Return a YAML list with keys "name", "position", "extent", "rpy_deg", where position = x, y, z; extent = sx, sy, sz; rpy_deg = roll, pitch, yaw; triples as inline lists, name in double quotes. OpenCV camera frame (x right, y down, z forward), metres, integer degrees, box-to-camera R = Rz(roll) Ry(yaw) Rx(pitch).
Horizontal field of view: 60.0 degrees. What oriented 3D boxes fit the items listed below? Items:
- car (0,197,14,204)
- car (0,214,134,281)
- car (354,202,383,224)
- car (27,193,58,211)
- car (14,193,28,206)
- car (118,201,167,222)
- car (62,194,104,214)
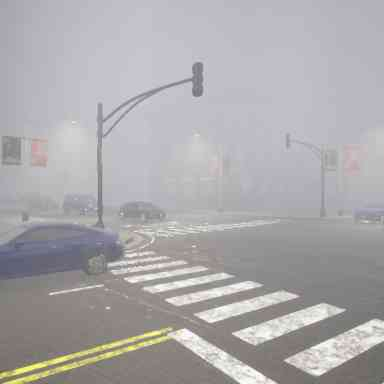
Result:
- name: "car"
  position: [-33.616, 1.532, 61.001]
  extent: [1.994, 1.385, 4.181]
  rpy_deg: [0, 0, -45]
- name: "car"
  position: [-4.100, 1.526, 8.810]
  extent: [4.674, 1.442, 1.812]
  rpy_deg: [0, 0, -36]
- name: "car"
  position: [14.241, 1.487, 25.067]
  extent: [5.008, 1.535, 1.882]
  rpy_deg: [0, 0, -35]
- name: "car"
  position: [-18.109, 1.333, 40.569]
  extent: [2.097, 1.767, 4.553]
  rpy_deg: [0, 0, -45]
- name: "car"
  position: [-26.039, 1.199, 53.402]
  extent: [5.566, 2.045, 2.150]
  rpy_deg: [0, 0, 45]
- name: "car"
  position: [-4.013, 1.495, 26.412]
  extent: [1.837, 1.490, 4.892]
  rpy_deg: [0, 0, -44]
- name: "car"
  position: [-11.021, 1.208, 33.446]
  extent: [2.150, 2.045, 5.566]
  rpy_deg: [0, 0, -45]
